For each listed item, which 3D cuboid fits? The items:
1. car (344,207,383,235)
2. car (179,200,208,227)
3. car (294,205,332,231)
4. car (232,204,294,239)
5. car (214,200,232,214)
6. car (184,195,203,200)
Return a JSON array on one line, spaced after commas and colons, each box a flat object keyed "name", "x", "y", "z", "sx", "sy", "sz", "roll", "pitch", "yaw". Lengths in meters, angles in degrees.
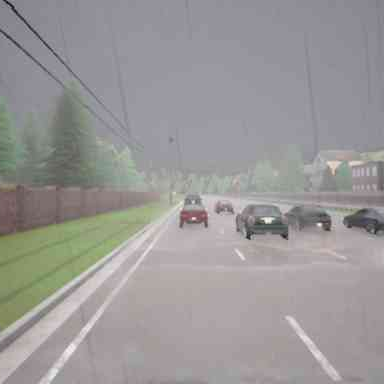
[{"name": "car", "x": 10.602, "y": 1.599, "z": 19.353, "sx": 1.812, "sy": 1.442, "sz": 4.674, "roll": 0, "pitch": 0, "yaw": 0}, {"name": "car", "x": 0.118, "y": 1.567, "z": 23.796, "sx": 1.882, "sy": 1.535, "sz": 5.008, "roll": 0, "pitch": 0, "yaw": 0}, {"name": "car", "x": 7.117, "y": 1.584, "z": 20.980, "sx": 1.837, "sy": 1.490, "sz": 4.892, "roll": 0, "pitch": 0, "yaw": 0}, {"name": "car", "x": 3.614, "y": 1.420, "z": 17.895, "sx": 2.097, "sy": 1.767, "sz": 4.553, "roll": 0, "pitch": 0, "yaw": 0}, {"name": "car", "x": 3.616, "y": 1.668, "z": 37.913, "sx": 1.812, "sy": 1.442, "sz": 4.674, "roll": 0, "pitch": 0, "yaw": 0}, {"name": "car", "x": 0.133, "y": 1.378, "z": 41.584, "sx": 2.150, "sy": 2.045, "sz": 5.566, "roll": 0, "pitch": 0, "yaw": 0}]
